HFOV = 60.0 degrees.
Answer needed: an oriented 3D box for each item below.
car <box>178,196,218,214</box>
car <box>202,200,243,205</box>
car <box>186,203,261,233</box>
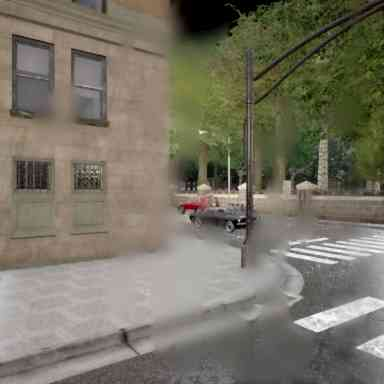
[{"bbox_3d":[0.639,1.285,31.844,2.192,1.841,5.009,0,0,-35],"label":"car"},{"bbox_3d":[2.907,1.545,24.045,1.994,1.385,4.181,0,0,-35],"label":"car"},{"bbox_3d":[1.882,1.585,19.901,1.895,1.301,4.718,0,0,-35],"label":"car"}]
